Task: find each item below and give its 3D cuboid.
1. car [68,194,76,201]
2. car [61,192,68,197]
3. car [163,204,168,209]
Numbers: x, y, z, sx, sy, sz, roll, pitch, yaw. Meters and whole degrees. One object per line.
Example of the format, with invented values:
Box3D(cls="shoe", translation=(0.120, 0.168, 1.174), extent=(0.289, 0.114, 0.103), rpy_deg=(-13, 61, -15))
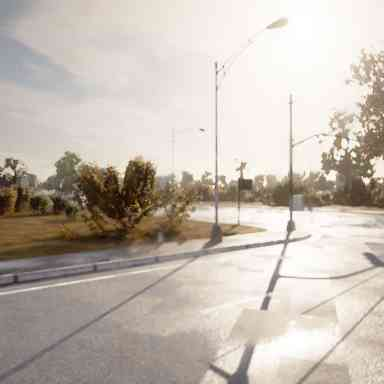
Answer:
Box3D(cls="car", translation=(-17.796, 0.816, 54.237), extent=(2.150, 2.045, 5.566), rpy_deg=(0, 0, -39))
Box3D(cls="car", translation=(-29.769, 1.450, 80.934), extent=(2.033, 1.411, 5.357), rpy_deg=(0, 0, -37))
Box3D(cls="car", translation=(-4.935, 1.486, 43.725), extent=(1.994, 1.385, 4.181), rpy_deg=(0, 0, -39))
